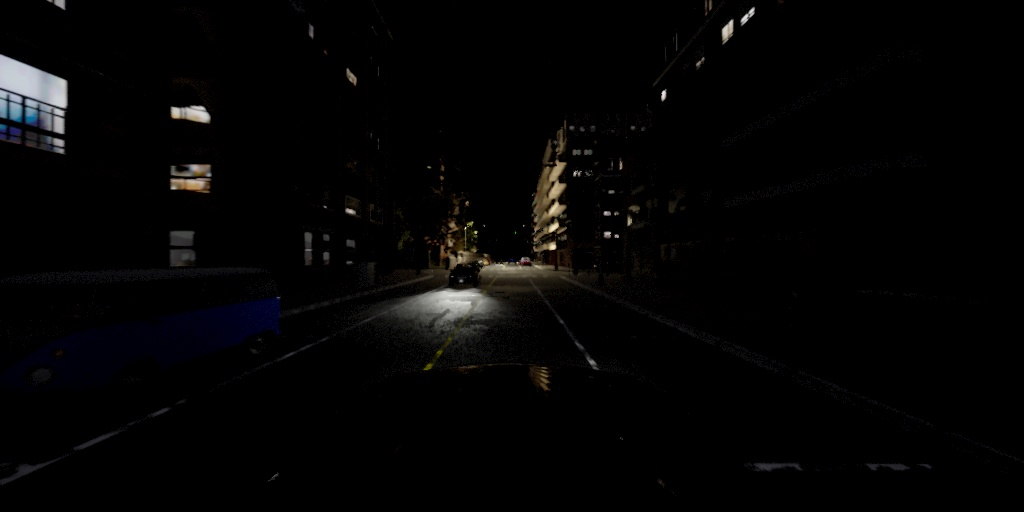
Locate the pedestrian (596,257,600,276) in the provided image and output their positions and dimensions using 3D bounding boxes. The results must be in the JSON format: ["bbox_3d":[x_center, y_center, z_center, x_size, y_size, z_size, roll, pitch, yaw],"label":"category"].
[{"bbox_3d":[8.149,0.947,33.968,0.375,1.860,0.375,0,0,0],"label":"pedestrian"}]

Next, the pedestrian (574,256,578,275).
[{"bbox_3d":[6.149,0.898,34.569,0.375,1.860,0.375,0,0,0],"label":"pedestrian"}]

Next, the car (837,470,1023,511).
[{"bbox_3d":[2.691,1.316,0.188,1.948,1.339,4.313,0,0,0],"label":"car"}]

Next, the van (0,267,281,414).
[{"bbox_3d":[-5.687,1.091,5.852,1.690,1.789,3.998,0,0,0],"label":"van"}]

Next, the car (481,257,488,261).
[{"bbox_3d":[-5.665,1.354,60.901,1.948,1.339,4.313,0,0,0],"label":"car"}]

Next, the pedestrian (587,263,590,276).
[{"bbox_3d":[7.148,1.195,33.367,0.375,1.300,0.375,0,0,0],"label":"pedestrian"}]

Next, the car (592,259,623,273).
[{"bbox_3d":[13.469,1.369,48.552,5.009,1.841,2.192,0,0,-1],"label":"car"}]

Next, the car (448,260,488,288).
[{"bbox_3d":[-3.061,1.245,24.150,2.128,1.511,4.902,0,0,0],"label":"car"}]
